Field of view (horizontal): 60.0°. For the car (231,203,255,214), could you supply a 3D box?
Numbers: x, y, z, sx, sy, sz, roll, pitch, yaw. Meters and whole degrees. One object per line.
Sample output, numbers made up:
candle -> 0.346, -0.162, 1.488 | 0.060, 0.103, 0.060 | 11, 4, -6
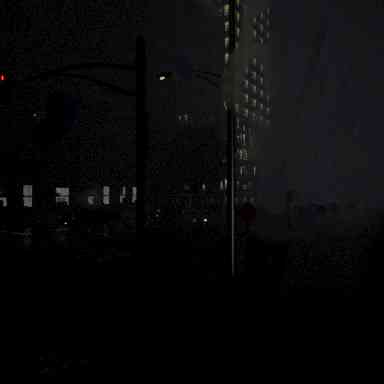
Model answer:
car -> 7.506, 2.384, 48.798 | 1.994, 1.385, 4.181 | 0, -1, 34

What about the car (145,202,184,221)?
car -> -2.778, 1.833, 32.872 | 2.097, 1.767, 4.553 | 0, -1, 33

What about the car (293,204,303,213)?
car -> 17.423, 2.571, 51.951 | 1.895, 1.301, 4.718 | 0, -1, 33

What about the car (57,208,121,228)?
car -> -7.692, 1.919, 25.228 | 1.895, 1.301, 4.718 | 0, -1, 33

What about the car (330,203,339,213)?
car -> 22.513, 2.528, 53.841 | 1.882, 1.535, 5.008 | 0, -1, 33

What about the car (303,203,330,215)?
car -> 16.985, 2.374, 45.225 | 1.837, 1.490, 4.892 | 0, -1, 33

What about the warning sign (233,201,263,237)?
warning sign -> 3.127, 1.454, 18.539 | 1.300, 1.860, 1.060 | 1, 1, 33

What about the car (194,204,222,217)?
car -> 2.078, 2.168, 40.421 | 1.812, 1.442, 4.674 | 0, -1, 33

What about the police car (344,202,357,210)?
police car -> 31.471, 2.737, 65.848 | 1.930, 1.638, 5.238 | 0, -1, 33

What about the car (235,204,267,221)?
car -> 6.064, 2.196, 34.238 | 1.895, 1.301, 4.718 | 0, -1, 33
